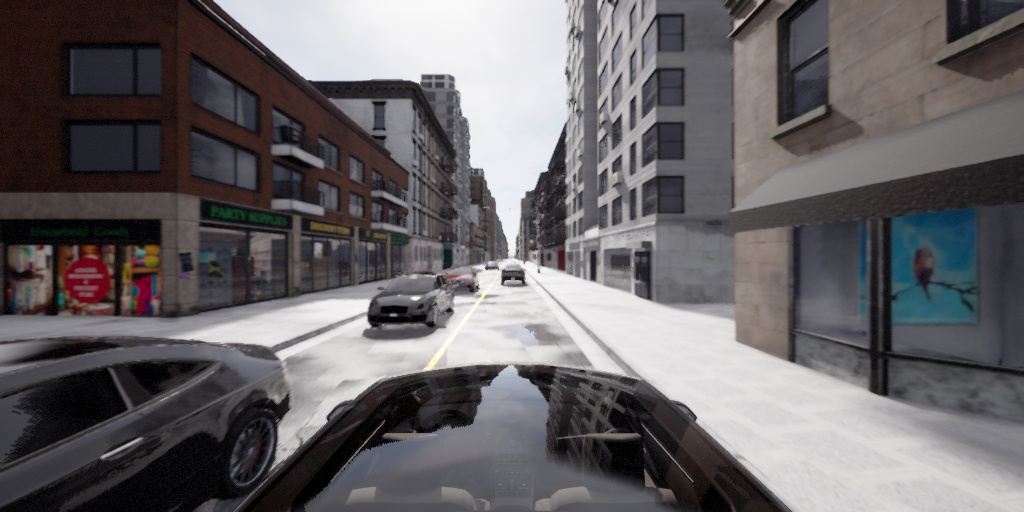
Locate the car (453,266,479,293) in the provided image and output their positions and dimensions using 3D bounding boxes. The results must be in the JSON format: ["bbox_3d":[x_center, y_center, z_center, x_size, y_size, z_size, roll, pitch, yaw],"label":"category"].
[{"bbox_3d":[-3.065,1.376,22.091,1.812,1.442,4.674,0,0,0],"label":"car"}]

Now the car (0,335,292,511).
[{"bbox_3d":[-3.102,1.278,1.785,1.812,1.442,4.674,0,0,0],"label":"car"}]

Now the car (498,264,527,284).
[{"bbox_3d":[0.089,1.379,28.177,1.837,1.490,4.892,0,-1,0],"label":"car"}]

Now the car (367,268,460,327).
[{"bbox_3d":[-3.096,1.308,11.815,1.837,1.490,4.892,0,0,0],"label":"car"}]

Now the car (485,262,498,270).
[{"bbox_3d":[-3.067,1.557,56.349,1.994,1.385,4.181,0,0,1],"label":"car"}]
